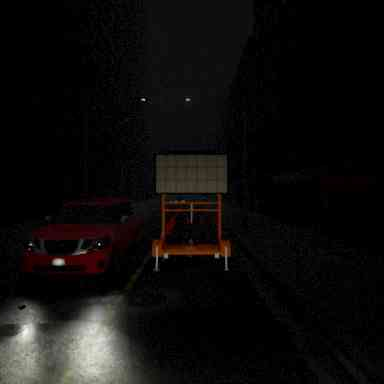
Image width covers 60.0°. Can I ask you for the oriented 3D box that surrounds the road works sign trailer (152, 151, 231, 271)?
[{"bbox_3d":[-0.014,0.468,10.914,2.380,3.560,2.880,0,0,0],"label":"road works sign trailer"}]

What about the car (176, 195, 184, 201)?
[{"bbox_3d":[-3.127,1.549,85.322,1.882,1.535,5.008,0,0,0],"label":"car"}]

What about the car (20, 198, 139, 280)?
[{"bbox_3d":[-3.014,1.224,10.274,2.150,2.045,5.566,0,0,0],"label":"car"}]
